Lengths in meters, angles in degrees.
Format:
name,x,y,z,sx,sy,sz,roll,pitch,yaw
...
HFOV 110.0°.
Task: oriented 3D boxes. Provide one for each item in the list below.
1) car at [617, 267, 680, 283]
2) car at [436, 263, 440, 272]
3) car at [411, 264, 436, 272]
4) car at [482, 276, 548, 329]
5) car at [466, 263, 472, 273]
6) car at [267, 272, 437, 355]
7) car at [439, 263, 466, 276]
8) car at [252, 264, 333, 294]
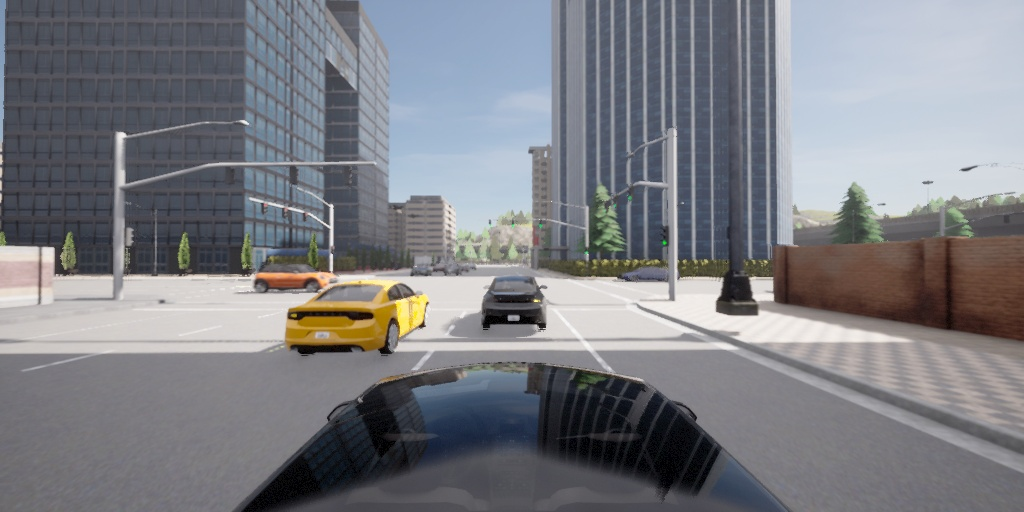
name,x,y,z,sx,sy,sz,roll,pitch,yaw
car,12.509,1.693,32.964,5.357,1.411,2.033,0,-1,-1
car,-11.547,1.935,57.640,1.882,1.535,5.008,0,-1,-1
car,-11.363,1.863,45.107,1.994,1.385,4.181,0,-1,-1
car,0.106,1.383,11.734,1.837,1.490,4.892,0,0,2
car,-8.055,2.030,58.321,1.994,1.385,4.181,0,-1,-1
car,-3.438,1.320,8.992,1.882,1.535,5.008,0,-1,0
car,-7.904,1.830,48.270,2.128,1.511,4.902,0,-1,0
car,-13.202,1.304,22.123,4.553,1.767,2.097,0,-1,-1
